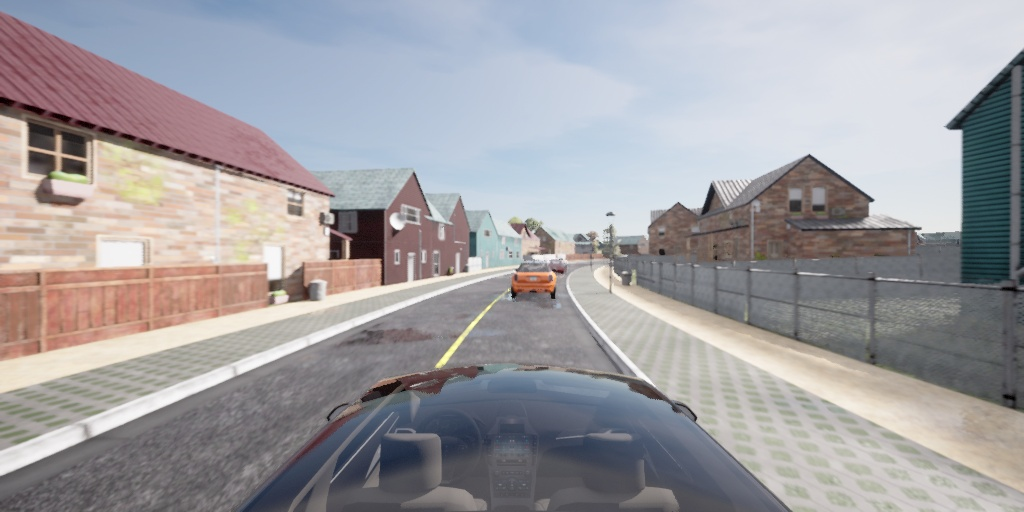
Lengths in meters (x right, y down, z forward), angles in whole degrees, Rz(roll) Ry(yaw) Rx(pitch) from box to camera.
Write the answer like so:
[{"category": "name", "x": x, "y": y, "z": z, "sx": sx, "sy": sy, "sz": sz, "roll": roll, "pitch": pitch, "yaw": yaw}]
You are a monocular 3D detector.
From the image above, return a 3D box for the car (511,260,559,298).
[{"category": "car", "x": 1.183, "y": 1.035, "z": 18.202, "sx": 2.097, "sy": 1.767, "sz": 4.553, "roll": 0, "pitch": 0, "yaw": 6}]

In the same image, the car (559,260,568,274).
[{"category": "car", "x": 4.706, "y": 1.134, "z": 37.788, "sx": 1.994, "sy": 1.385, "sz": 4.181, "roll": 0, "pitch": 1, "yaw": 14}]
